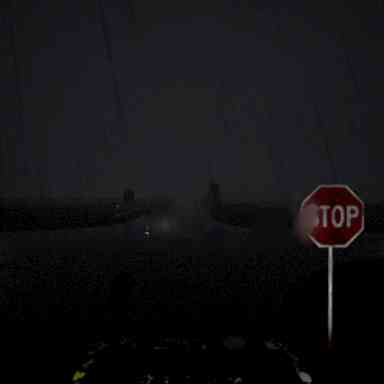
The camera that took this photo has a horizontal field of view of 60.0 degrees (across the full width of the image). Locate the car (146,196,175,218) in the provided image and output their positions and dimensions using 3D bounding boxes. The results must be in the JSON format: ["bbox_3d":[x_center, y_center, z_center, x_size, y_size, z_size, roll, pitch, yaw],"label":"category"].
[{"bbox_3d":[-2.906,1.441,30.152,1.882,1.535,5.008,0,0,1],"label":"car"}]

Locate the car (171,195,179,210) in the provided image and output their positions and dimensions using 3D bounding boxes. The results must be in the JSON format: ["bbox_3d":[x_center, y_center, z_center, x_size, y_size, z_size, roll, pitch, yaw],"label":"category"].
[{"bbox_3d":[-2.878,1.444,39.846,1.837,1.490,4.892,0,0,0],"label":"car"}]

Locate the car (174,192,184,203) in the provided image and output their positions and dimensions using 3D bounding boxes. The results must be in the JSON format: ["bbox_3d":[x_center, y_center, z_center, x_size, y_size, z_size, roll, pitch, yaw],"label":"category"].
[{"bbox_3d":[-2.815,1.071,65.250,2.150,2.045,5.566,0,0,0],"label":"car"}]

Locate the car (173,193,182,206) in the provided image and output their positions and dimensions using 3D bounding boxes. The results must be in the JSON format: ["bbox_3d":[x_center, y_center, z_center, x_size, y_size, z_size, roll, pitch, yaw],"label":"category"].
[{"bbox_3d":[-2.877,1.385,50.301,1.882,1.535,5.008,0,0,0],"label":"car"}]
